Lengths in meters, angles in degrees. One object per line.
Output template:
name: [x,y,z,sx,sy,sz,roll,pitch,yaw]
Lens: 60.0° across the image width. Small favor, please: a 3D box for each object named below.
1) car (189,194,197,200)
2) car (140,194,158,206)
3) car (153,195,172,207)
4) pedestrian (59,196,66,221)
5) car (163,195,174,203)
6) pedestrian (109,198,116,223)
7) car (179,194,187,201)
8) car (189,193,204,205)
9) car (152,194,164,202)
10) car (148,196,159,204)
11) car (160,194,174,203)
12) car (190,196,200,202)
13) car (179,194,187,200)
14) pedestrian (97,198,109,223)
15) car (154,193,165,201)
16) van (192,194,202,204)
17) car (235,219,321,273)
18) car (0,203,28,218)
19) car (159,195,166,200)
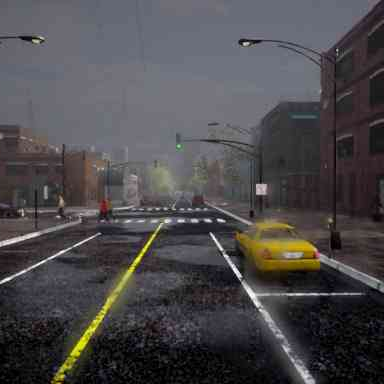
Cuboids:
car: [0.188,1.414,92.693,1.967,1.590,4.097,-1,0,-2]
car: [-7.141,1.302,53.672,2.192,1.841,5.009,-1,0,-2]
car: [-4.474,1.552,51.196,1.994,1.385,4.181,0,0,-2]
pedestrian: [-9.451,1.137,24.079,0.375,1.860,0.375,-1,1,-2]
car: [-4.920,1.507,71.122,2.128,1.511,4.902,0,0,-2]
pedestrian: [-6.095,1.298,24.769,0.375,1.860,0.375,-1,1,-2]
car: [-2.153,1.500,79.805,2.128,1.511,4.902,0,0,-2]
car: [1.086,1.300,59.441,2.192,1.841,5.009,-1,0,-2]
car: [-7.742,1.295,75.841,2.192,1.841,5.009,-1,0,-2]
car: [-7.439,1.565,64.757,1.802,1.307,4.206,-1,0,-2]
car: [-4.712,1.462,60.994,1.882,1.535,5.008,0,0,-1]
car: [0.639,1.531,76.067,2.008,1.369,4.403,-1,0,-2]
car: [-2.433,1.350,90.217,1.882,1.535,5.008,0,0,-2]
pedestrian: [-6.271,1.289,23.423,0.375,1.860,0.375,-1,1,-2]
car: [-7.891,1.293,81.382,2.192,1.841,5.009,-1,0,-2]
van: [0.936,1.325,64.983,1.690,1.788,3.998,-1,0,-2]
car: [2.412,1.523,10.491,1.752,1.417,4.829,-1,0,-2]
car: [-19.058,1.792,32.364,5.357,1.411,2.033,-1,1,-2]
car: [-8.188,1.519,92.466,1.887,1.381,4.507,-1,0,-2]
